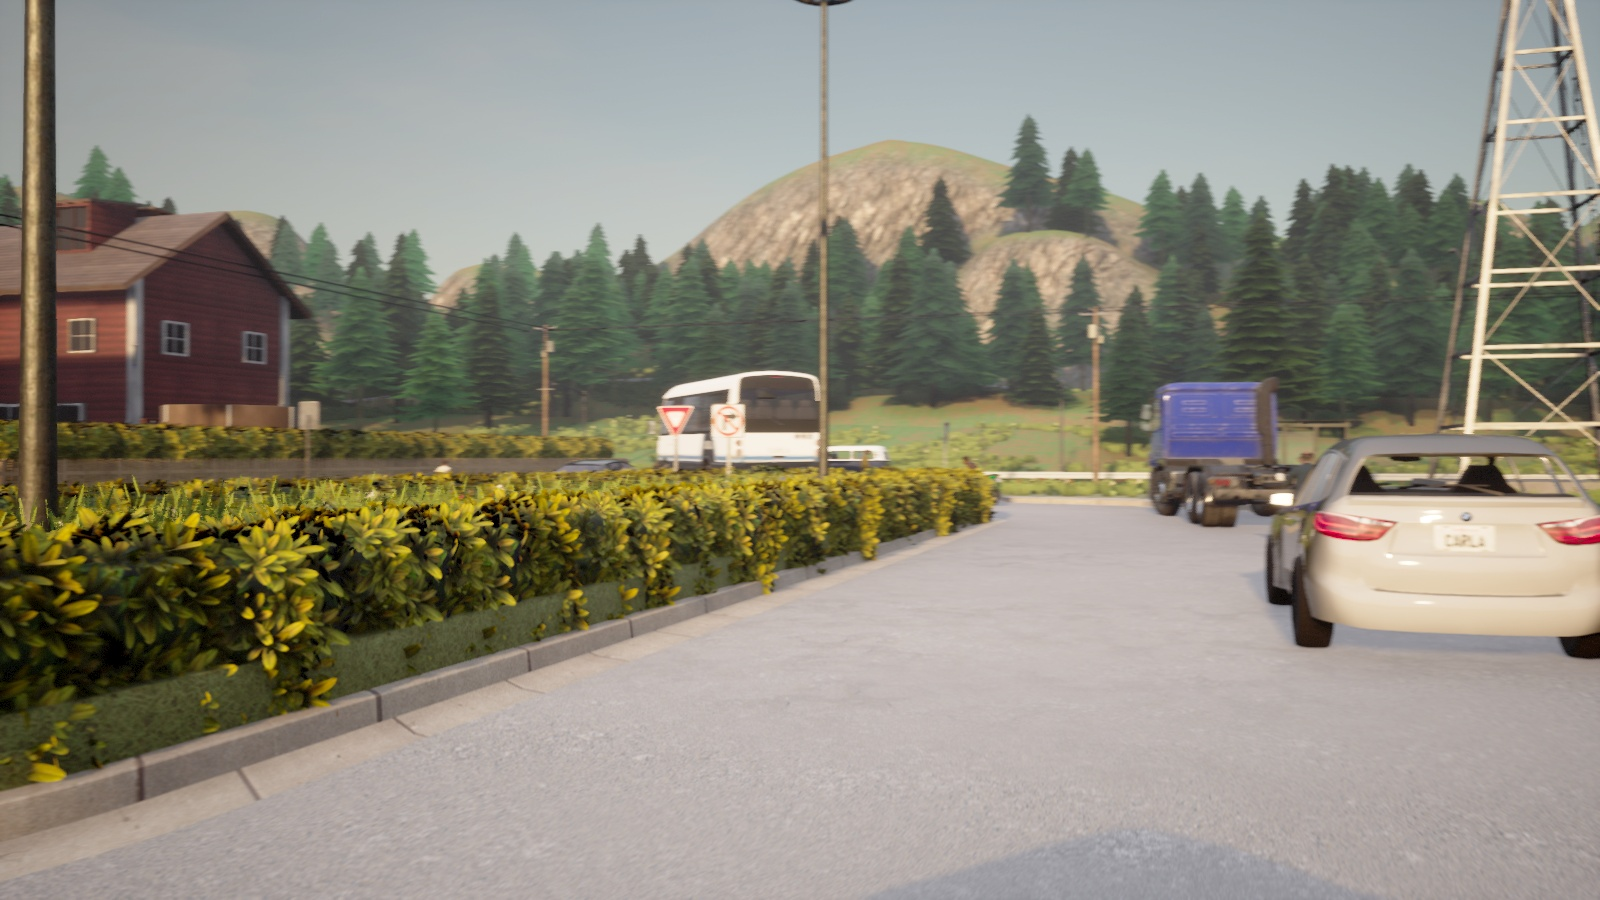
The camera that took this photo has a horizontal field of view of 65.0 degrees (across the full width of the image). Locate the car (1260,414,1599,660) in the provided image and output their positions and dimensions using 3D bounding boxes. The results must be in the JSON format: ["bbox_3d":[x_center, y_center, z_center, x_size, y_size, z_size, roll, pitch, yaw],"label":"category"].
[{"bbox_3d":[5.356,0.624,10.944,2.242,1.667,4.611,0,-1,17],"label":"car"}]

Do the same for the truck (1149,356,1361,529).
[{"bbox_3d":[10.268,-0.121,29.296,2.891,3.462,7.936,0,0,7],"label":"truck"}]

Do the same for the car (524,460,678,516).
[{"bbox_3d":[-5.393,0.990,34.832,2.033,1.411,5.357,0,0,18],"label":"car"}]

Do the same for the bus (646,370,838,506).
[{"bbox_3d":[-2.398,-0.392,44.933,3.944,4.253,10.273,-1,0,-20],"label":"bus"}]

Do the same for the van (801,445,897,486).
[{"bbox_3d":[2.478,0.786,63.347,4.480,2.038,2.069,0,0,18],"label":"van"}]

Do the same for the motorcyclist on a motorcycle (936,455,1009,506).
[{"bbox_3d":[5.266,0.907,38.301,2.044,1.523,0.797,0,0,33],"label":"motorcyclist on a motorcycle"}]
